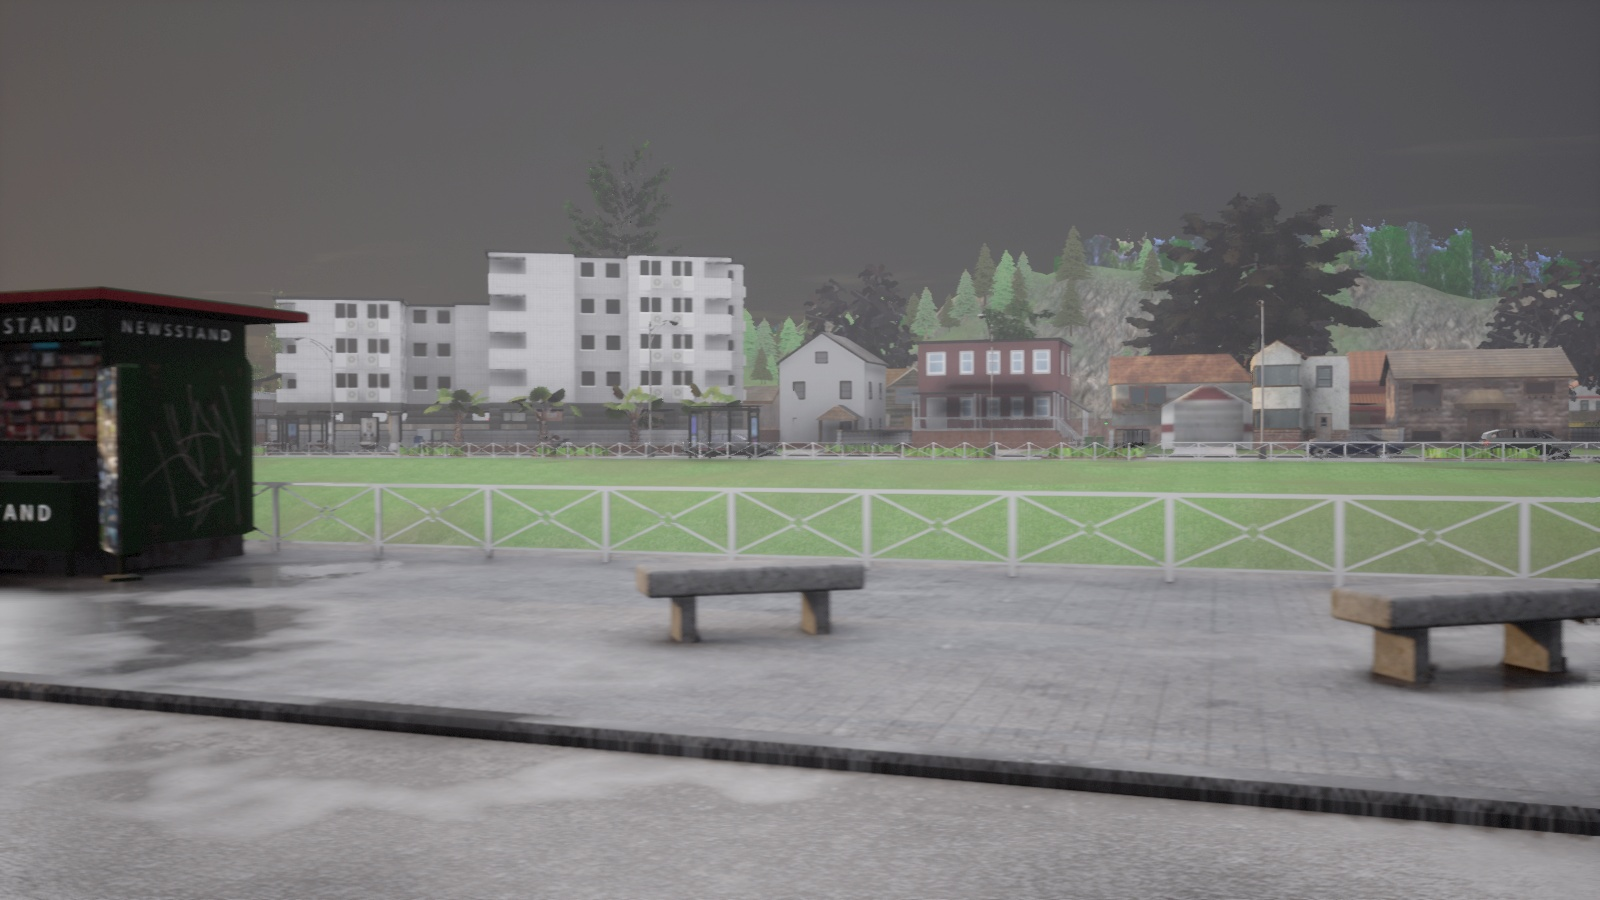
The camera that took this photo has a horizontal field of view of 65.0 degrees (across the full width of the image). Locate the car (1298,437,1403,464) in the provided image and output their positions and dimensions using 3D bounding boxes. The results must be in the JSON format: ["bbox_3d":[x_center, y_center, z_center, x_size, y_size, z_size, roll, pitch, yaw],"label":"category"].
[{"bbox_3d":[27.825,0.012,63.669,4.718,1.301,1.895,1,1,19],"label":"car"}]

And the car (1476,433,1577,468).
[{"bbox_3d":[33.273,0.008,57.613,3.705,1.549,1.789,0,1,19],"label":"car"}]

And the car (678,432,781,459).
[{"bbox_3d":[-3.915,-0.264,70.134,5.357,1.411,2.033,1,1,19],"label":"car"}]
